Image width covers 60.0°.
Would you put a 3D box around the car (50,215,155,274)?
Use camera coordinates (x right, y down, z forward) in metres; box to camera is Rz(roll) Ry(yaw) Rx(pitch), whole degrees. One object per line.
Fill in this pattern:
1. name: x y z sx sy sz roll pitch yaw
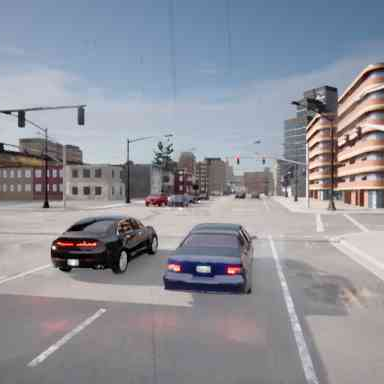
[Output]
1. car: -2.510 1.502 10.663 1.837 1.490 4.892 0 0 11

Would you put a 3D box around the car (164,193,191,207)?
1. car: -1.947 1.212 47.448 2.097 1.767 4.553 0 1 11

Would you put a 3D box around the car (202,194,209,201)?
1. car: 2.429 1.046 69.232 2.033 1.411 5.357 0 1 11

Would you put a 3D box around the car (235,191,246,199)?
1. car: 11.094 0.884 77.029 1.994 1.385 4.181 0 1 11

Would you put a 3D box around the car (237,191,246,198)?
1. car: 12.988 0.532 86.681 2.097 1.767 4.553 0 1 11

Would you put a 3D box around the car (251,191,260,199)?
1. car: 14.341 0.863 75.402 2.128 1.511 4.902 0 1 11

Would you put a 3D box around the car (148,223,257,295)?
1. car: 0.708 1.545 8.920 2.033 1.411 5.357 0 0 11

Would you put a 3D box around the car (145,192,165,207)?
1. car: -5.155 1.069 49.324 2.150 2.045 5.566 0 1 11

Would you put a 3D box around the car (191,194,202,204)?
1. car: -0.188 1.222 56.359 2.128 1.511 4.902 0 1 11

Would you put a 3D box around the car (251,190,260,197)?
1. car: 16.344 0.445 85.606 2.097 1.767 4.553 0 1 11

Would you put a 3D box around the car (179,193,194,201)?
1. car: -1.133 1.057 69.255 2.033 1.411 5.357 0 1 11

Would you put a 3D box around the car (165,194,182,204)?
1. car: -3.253 1.225 58.881 1.812 1.442 4.674 0 1 12
